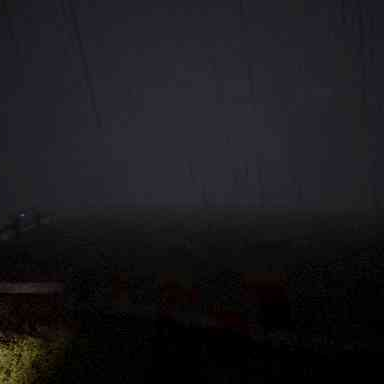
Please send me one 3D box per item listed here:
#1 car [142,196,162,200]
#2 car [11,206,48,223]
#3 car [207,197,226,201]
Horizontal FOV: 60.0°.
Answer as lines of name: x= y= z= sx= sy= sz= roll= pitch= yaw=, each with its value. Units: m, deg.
car: x=-10.111 y=1.951 z=86.782 sx=4.605 sy=1.855 sz=1.932 roll=0 pitch=0 yaw=-11
car: x=-14.057 y=1.871 z=29.044 sx=1.994 sy=1.385 sz=4.181 roll=0 pitch=0 yaw=-8
car: x=5.582 y=1.912 z=75.563 sx=4.611 sy=1.667 sz=2.242 roll=0 pitch=0 yaw=-11
